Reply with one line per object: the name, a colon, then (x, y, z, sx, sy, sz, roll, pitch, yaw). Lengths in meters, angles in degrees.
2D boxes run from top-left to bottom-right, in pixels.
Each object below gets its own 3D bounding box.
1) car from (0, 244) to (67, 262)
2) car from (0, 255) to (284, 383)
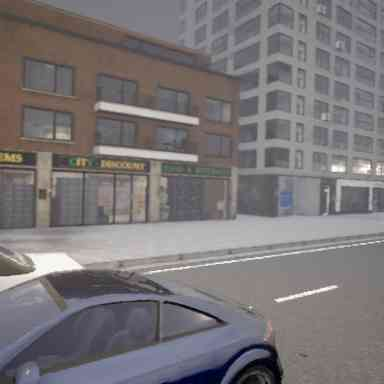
car: (-4.066, 1.444, 4.919, 4.718, 1.301, 1.895, 1, 1, -34)
car: (-1.148, 1.496, 2.962, 4.181, 1.385, 1.994, 1, 1, -34)
